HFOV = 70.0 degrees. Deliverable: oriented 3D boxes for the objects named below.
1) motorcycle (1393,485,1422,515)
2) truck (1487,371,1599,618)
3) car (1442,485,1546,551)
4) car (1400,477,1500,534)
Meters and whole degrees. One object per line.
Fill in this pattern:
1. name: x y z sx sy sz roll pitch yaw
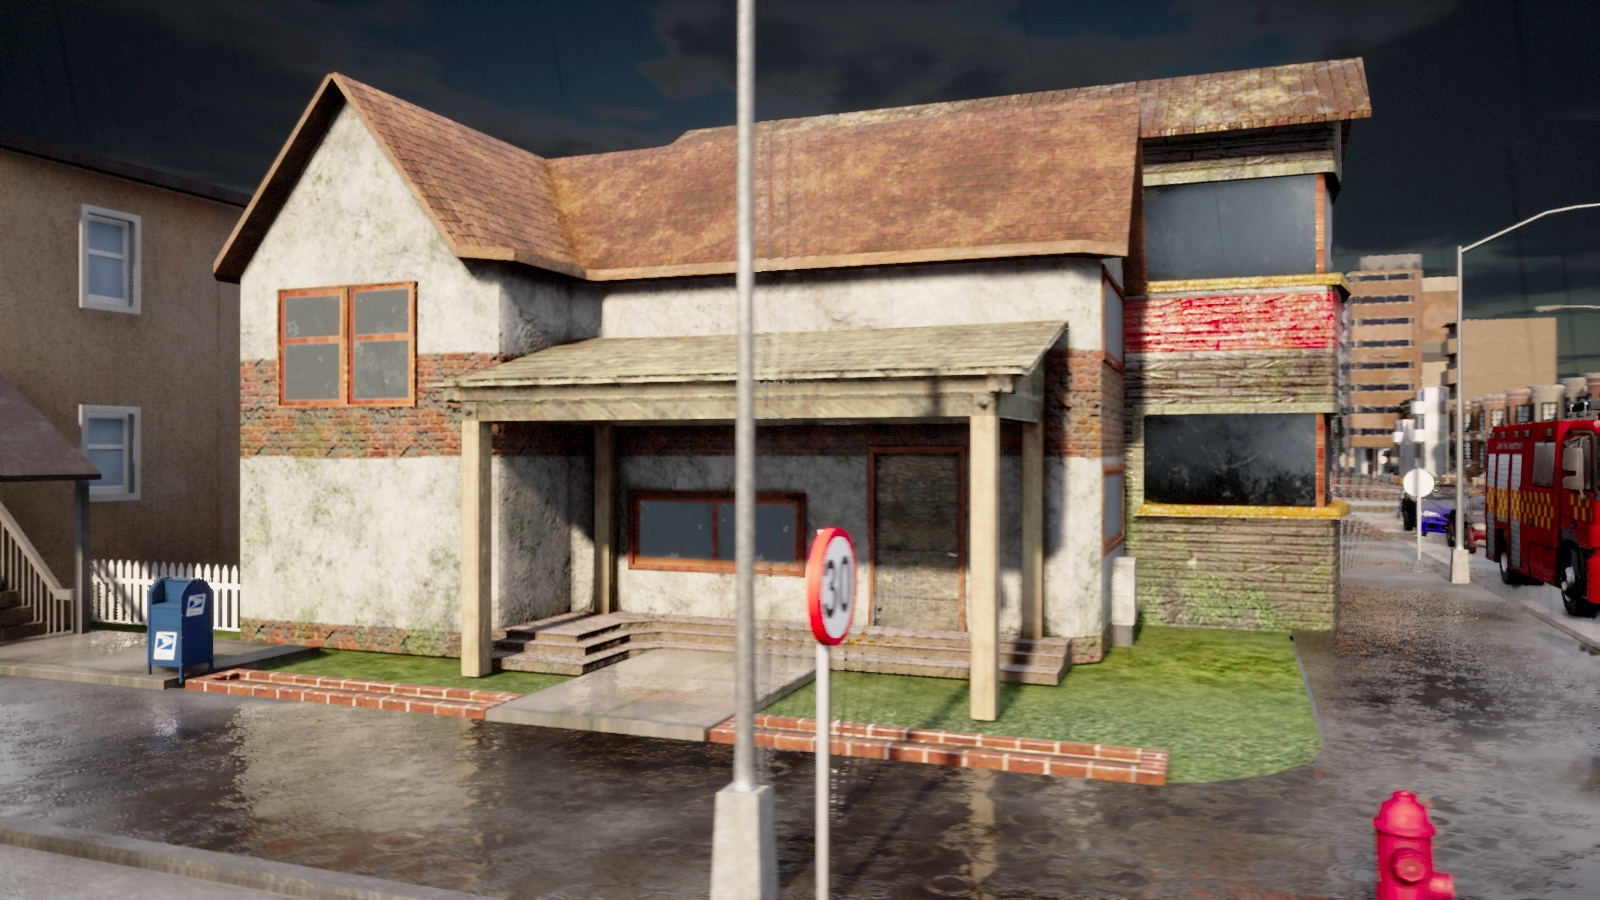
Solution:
1. motorcycle: 24.987 2.049 47.011 0.803 1.145 2.033 0 0 21
2. truck: 15.162 0.699 20.970 2.891 3.827 8.468 0 0 21
3. car: 19.269 1.838 31.882 1.789 1.549 3.705 0 0 20
4. car: 21.750 1.794 38.438 2.242 1.667 4.611 0 0 21
